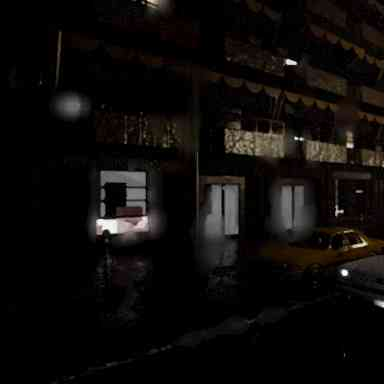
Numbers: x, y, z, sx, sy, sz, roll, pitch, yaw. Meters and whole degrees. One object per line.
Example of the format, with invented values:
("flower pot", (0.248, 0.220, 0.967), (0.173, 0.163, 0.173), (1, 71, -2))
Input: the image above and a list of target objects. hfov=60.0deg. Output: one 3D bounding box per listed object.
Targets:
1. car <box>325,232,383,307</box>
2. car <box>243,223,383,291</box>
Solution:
("car", (5.074, 1.633, 7.007), (4.718, 1.301, 1.895), (0, 0, -36))
("car", (3.515, 1.558, 9.080), (4.829, 1.417, 1.752), (0, 0, -36))
